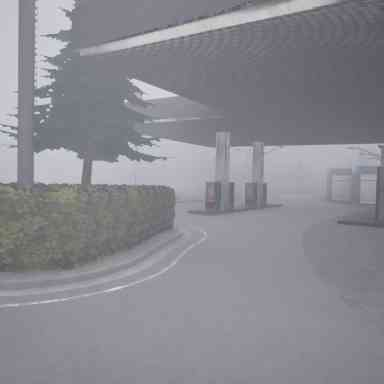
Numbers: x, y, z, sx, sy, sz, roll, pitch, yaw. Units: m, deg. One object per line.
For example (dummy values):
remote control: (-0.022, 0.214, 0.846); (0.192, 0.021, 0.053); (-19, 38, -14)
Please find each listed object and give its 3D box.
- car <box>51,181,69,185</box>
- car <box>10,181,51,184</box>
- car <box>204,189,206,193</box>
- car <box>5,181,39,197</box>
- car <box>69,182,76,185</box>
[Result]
car: (-26.795, -1.260, 65.478); (3.866, 1.878, 1.905); (2, 2, 35)
car: (-17.252, -0.182, 35.232); (3.866, 1.878, 1.905); (2, 2, 35)
car: (4.868, -0.306, 65.621); (5.027, 1.636, 2.152); (2, 2, 35)
car: (-21.784, -0.469, 42.450); (4.605, 1.855, 1.932); (2, 2, 35)
car: (-25.457, -1.284, 68.090); (4.605, 1.855, 1.932); (2, 2, 35)
